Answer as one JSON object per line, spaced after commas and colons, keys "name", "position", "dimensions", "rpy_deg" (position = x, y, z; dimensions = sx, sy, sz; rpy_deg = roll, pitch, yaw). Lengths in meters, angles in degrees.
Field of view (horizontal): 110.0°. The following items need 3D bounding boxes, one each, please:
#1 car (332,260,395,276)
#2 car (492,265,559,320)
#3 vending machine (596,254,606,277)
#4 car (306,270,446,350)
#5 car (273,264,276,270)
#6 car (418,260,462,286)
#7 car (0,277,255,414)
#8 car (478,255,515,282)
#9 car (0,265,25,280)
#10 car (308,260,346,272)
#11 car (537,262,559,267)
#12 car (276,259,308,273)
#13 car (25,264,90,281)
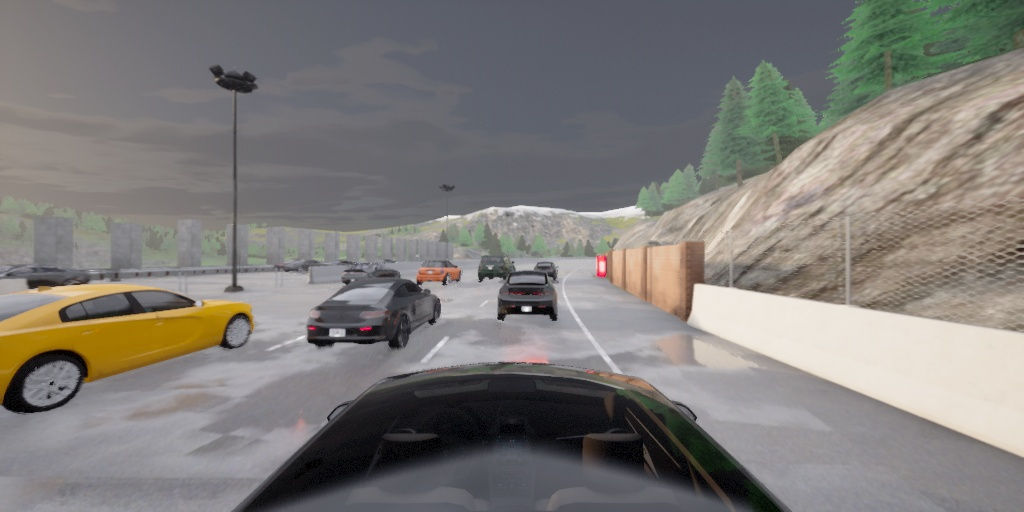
{"name": "car", "position": [-8.906, 1.200, 23.040], "dimensions": [2.128, 1.511, 4.902], "rpy_deg": [0, 0, 7]}
{"name": "car", "position": [0.581, 1.247, 12.574], "dimensions": [1.837, 1.490, 4.892], "rpy_deg": [0, 0, 4]}
{"name": "vending machine", "position": [8.567, 0.939, 34.422], "dimensions": [1.100, 2.100, 0.880], "rpy_deg": [0, 0, 12]}
{"name": "car", "position": [-3.152, 1.261, 8.972], "dimensions": [1.812, 1.442, 4.674], "rpy_deg": [0, 0, 2]}
{"name": "car", "position": [-26.743, 1.121, 44.006], "dimensions": [1.882, 1.535, 5.008], "rpy_deg": [0, 0, 13]}
{"name": "car", "position": [-5.043, 1.068, 25.453], "dimensions": [2.097, 1.767, 4.553], "rpy_deg": [0, 0, 8]}
{"name": "car", "position": [-6.759, 1.206, 6.026], "dimensions": [1.882, 1.535, 5.008], "rpy_deg": [0, 0, 1]}
{"name": "car", "position": [-1.117, 0.946, 28.131], "dimensions": [2.150, 2.045, 5.566], "rpy_deg": [0, 0, 9]}
{"name": "car", "position": [-10.279, 1.073, 4.476], "dimensions": [2.097, 1.767, 4.553], "rpy_deg": [0, 0, 1]}
{"name": "car", "position": [-17.651, 1.181, 36.093], "dimensions": [1.837, 1.490, 4.892], "rpy_deg": [0, 0, 11]}
{"name": "car", "position": [2.940, 1.237, 30.866], "dimensions": [1.837, 1.490, 4.892], "rpy_deg": [0, 0, 10]}
{"name": "car", "position": [-23.813, 1.161, 40.999], "dimensions": [1.837, 1.490, 4.892], "rpy_deg": [0, 0, 12]}
{"name": "car", "position": [-23.796, 1.166, 17.255], "dimensions": [2.128, 1.511, 4.902], "rpy_deg": [0, 0, 5]}
